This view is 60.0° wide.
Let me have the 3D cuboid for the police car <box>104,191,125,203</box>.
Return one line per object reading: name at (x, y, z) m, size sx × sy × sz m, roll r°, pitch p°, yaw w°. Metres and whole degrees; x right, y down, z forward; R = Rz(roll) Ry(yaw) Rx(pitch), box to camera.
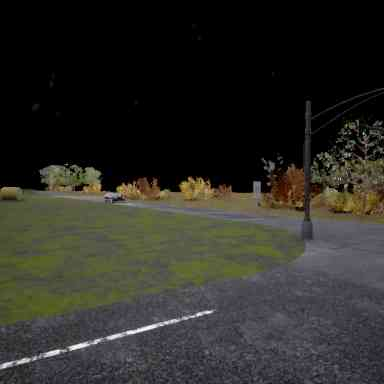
police car at (-11.604, 0.744, 49.757) m, size 1.930 × 1.638 × 5.238 m, roll 1°, pitch 0°, yaw -32°
